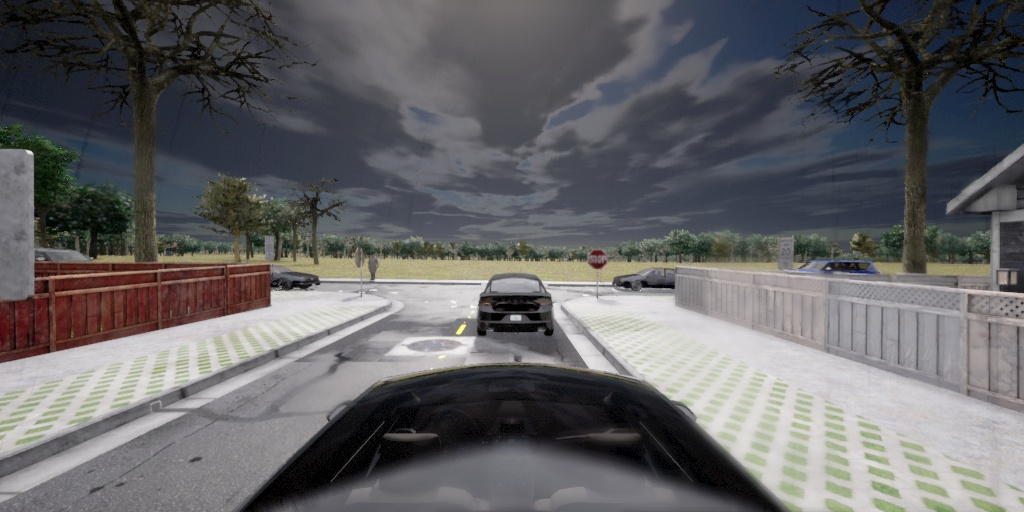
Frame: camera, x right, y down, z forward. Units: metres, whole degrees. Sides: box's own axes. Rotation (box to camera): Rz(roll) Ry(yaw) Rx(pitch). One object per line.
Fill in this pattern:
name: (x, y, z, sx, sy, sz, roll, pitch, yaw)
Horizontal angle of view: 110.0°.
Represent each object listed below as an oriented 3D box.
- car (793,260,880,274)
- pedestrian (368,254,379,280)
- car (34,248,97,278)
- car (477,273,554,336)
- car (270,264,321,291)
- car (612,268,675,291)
car: (19.726, 1.259, 22.513, 5.566, 2.045, 2.150, 1, 0, -1)
pedestrian: (-9.750, 0.748, 25.152, 0.375, 1.860, 0.375, 0, -1, -1)
car: (-24.564, 0.621, 19.155, 5.566, 2.045, 2.150, 1, 0, -1)
car: (0.080, 1.226, 10.463, 1.882, 1.535, 5.008, 0, 0, 0)
car: (-13.318, 1.124, 19.256, 5.357, 1.411, 2.033, 1, 0, -1)
car: (9.113, 1.435, 22.413, 5.357, 1.411, 2.033, 1, 0, -1)
